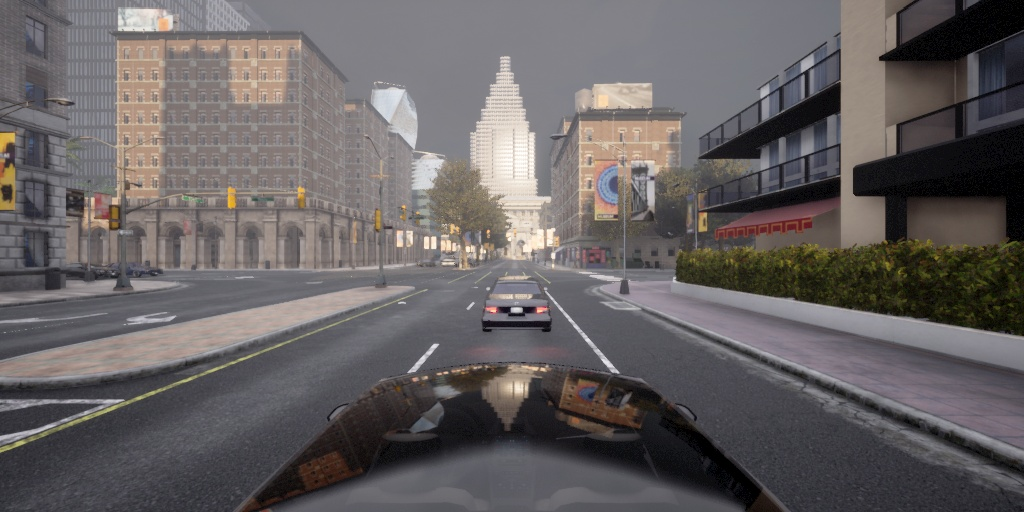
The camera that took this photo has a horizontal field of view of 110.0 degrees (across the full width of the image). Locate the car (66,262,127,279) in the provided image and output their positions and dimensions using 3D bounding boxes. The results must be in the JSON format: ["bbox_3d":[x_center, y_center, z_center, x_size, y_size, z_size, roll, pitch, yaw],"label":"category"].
[{"bbox_3d":[-36.943,1.276,31.137,4.674,1.442,1.812,0,0,0],"label":"car"}]

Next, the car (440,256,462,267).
[{"bbox_3d":[-11.001,0.973,64.216,2.150,2.045,5.566,0,0,1],"label":"car"}]

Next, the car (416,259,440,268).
[{"bbox_3d":[-14.528,1.297,62.076,2.033,1.411,5.357,0,0,1],"label":"car"}]

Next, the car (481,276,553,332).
[{"bbox_3d":[0.144,1.297,10.812,2.033,1.411,5.357,0,0,1],"label":"car"}]

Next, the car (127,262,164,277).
[{"bbox_3d":[-37.008,1.297,34.629,5.357,1.411,2.033,0,0,0],"label":"car"}]
